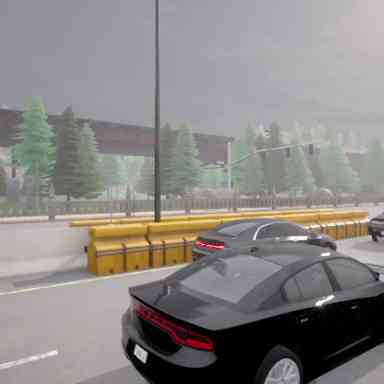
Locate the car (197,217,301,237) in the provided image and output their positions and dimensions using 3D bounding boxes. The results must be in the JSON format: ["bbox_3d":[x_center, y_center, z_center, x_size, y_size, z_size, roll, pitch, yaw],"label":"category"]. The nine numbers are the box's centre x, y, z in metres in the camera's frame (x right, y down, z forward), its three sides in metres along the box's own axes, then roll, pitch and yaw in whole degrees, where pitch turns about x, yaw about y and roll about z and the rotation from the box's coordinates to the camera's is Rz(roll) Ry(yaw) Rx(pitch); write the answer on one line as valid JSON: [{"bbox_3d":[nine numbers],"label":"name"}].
[{"bbox_3d":[2.263,1.507,9.663,4.892,1.490,1.837,0,0,-35],"label":"car"}]

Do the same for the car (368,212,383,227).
[{"bbox_3d":[9.931,1.496,15.135,4.902,1.511,2.128,0,0,-36],"label":"car"}]

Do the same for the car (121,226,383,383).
[{"bbox_3d":[1.494,1.479,4.812,5.008,1.535,1.882,0,0,-36],"label":"car"}]
